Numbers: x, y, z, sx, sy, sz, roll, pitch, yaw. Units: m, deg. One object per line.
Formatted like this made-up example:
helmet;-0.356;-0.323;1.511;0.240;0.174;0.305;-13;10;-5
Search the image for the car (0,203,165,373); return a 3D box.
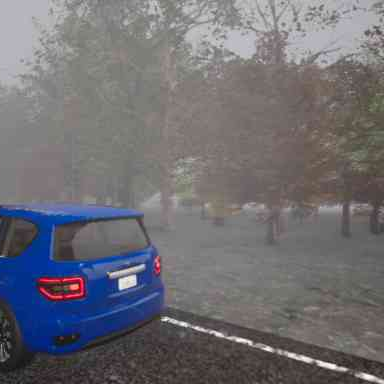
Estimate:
car;-3.016;1.210;5.855;5.566;2.045;2.150;1;0;35
